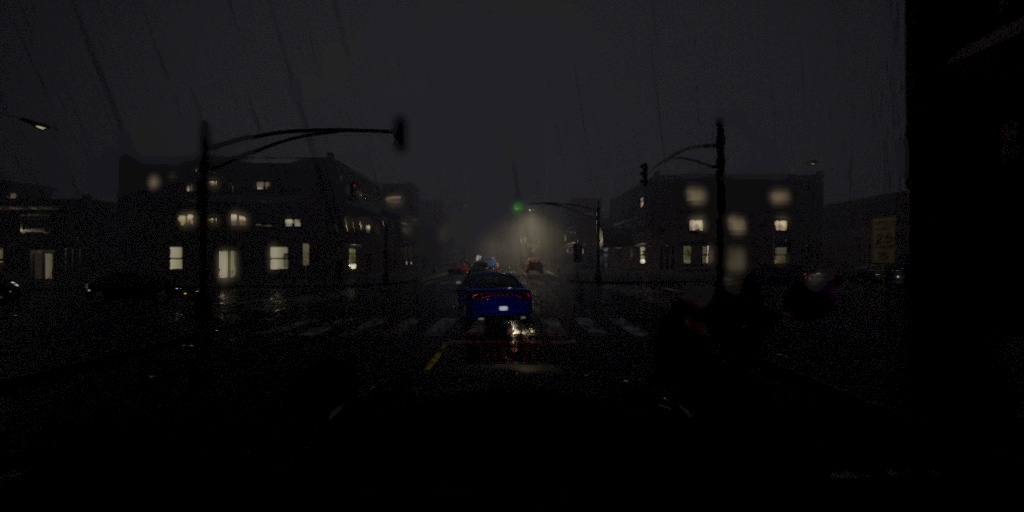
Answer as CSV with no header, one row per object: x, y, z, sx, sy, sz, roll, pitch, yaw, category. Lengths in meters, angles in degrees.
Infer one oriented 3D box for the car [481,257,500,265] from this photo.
-3.078,1.080,45.323,2.150,2.045,5.566,0,0,1,car

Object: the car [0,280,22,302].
-26.957,1.432,17.290,4.553,1.767,2.097,-1,0,0,car

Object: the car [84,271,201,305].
-17.506,1.473,17.292,4.892,1.490,1.837,-1,0,0,car

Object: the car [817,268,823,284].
17.501,1.151,23.093,4.313,1.339,1.948,0,0,0,car

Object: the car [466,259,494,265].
-3.083,1.334,35.369,1.837,1.490,4.892,0,0,0,car

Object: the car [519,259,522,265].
2.703,1.473,60.866,1.948,1.339,4.313,0,0,0,car

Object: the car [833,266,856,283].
23.197,1.102,23.095,4.207,1.307,1.802,0,0,0,car

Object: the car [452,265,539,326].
-0.795,1.249,12.020,1.882,1.535,5.008,0,0,-13,car

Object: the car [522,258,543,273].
2.699,1.170,44.289,2.192,1.841,5.009,0,0,0,car

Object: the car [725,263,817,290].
14.368,1.174,20.504,4.181,1.385,1.994,-1,0,0,car

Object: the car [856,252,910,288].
23.661,0.724,20.508,5.566,2.045,2.150,-1,0,0,car

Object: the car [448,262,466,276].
-5.770,1.384,38.770,1.888,1.381,4.507,0,0,0,car

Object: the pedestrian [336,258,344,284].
-12.506,1.090,26.031,0.375,1.860,0.375,0,0,0,pedestrian
